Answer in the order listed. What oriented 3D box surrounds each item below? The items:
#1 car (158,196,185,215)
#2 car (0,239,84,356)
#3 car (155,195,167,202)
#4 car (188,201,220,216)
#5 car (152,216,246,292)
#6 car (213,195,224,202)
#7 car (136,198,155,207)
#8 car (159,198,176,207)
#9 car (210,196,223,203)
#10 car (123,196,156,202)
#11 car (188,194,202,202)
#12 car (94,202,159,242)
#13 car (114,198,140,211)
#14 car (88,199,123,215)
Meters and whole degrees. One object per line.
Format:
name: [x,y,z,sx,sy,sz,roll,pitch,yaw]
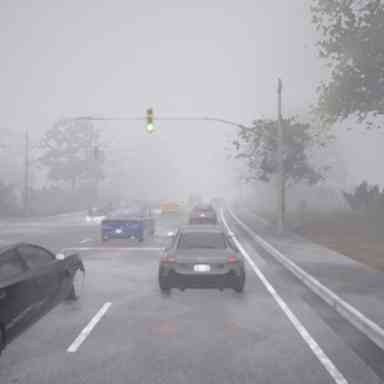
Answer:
car: [-1.888,1.530,34.369,1.882,1.535,5.008,0,0,4]
car: [-3.320,1.485,5.343,1.882,1.535,5.008,0,0,1]
car: [-4.886,1.574,45.087,1.837,1.490,4.892,0,0,6]
car: [0.850,1.603,25.036,1.994,1.385,4.181,0,0,3]
car: [0.243,1.578,9.019,1.994,1.385,4.181,0,0,1]
car: [6.108,1.527,75.886,2.033,1.411,5.357,0,0,9]
car: [-7.485,1.646,53.832,1.994,1.385,4.181,0,0,6]
car: [-3.918,1.684,54.229,1.895,1.301,4.718,0,0,7]
car: [4.606,1.581,65.735,1.882,1.535,5.008,0,0,8]
car: [-5.663,1.546,35.819,2.128,1.511,4.902,0,0,4]
car: [0.614,1.317,61.216,2.150,2.045,5.566,0,0,8]
car: [-3.039,1.503,16.613,1.882,1.535,5.008,0,0,2]
car: [-8.507,1.558,43.874,2.128,1.511,4.902,0,0,5]
car: [-9.257,1.543,34.677,2.128,1.511,4.902,0,0,4]
